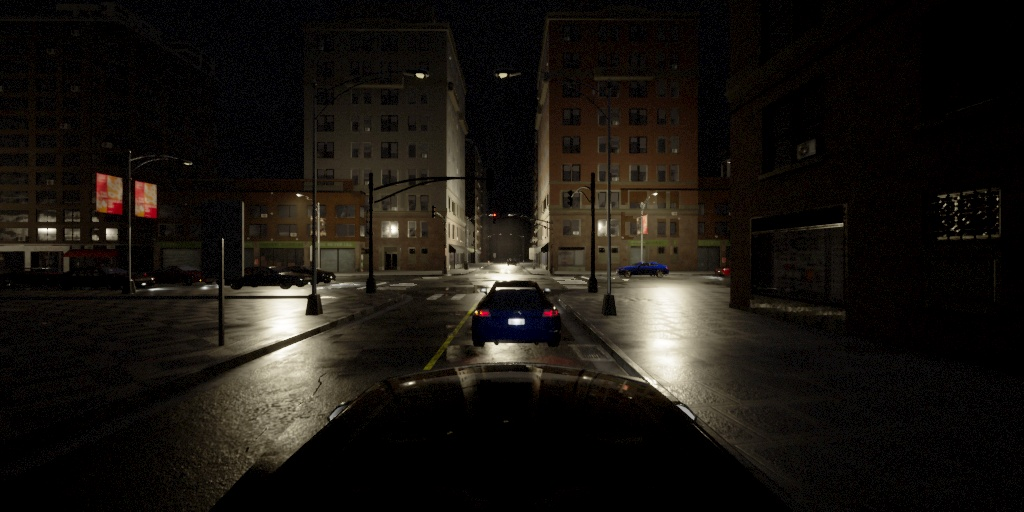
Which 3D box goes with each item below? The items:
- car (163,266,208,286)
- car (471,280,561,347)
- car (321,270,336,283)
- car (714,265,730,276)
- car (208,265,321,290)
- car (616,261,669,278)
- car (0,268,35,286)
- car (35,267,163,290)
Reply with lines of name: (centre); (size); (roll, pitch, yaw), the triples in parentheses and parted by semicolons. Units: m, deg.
car: (-23.824, 1.398, 25.832); (4.181, 1.385, 1.994); (0, 0, -1)
car: (0.097, 1.314, 9.342); (1.994, 1.385, 4.181); (0, 0, 0)
car: (-15.043, 1.364, 25.876); (4.181, 1.385, 1.994); (0, 0, 0)
car: (20.900, 1.224, 32.746); (4.181, 1.385, 1.994); (0, 0, 0)
car: (-15.457, 1.350, 22.626); (5.357, 1.411, 2.033); (0, 0, 0)
car: (11.860, 1.217, 32.707); (4.674, 1.442, 1.812); (0, 0, 0)
car: (-33.716, 1.468, 25.794); (4.718, 1.301, 1.895); (0, 0, 0)
car: (-25.837, 1.390, 22.578); (5.357, 1.411, 2.033); (0, 0, 0)
